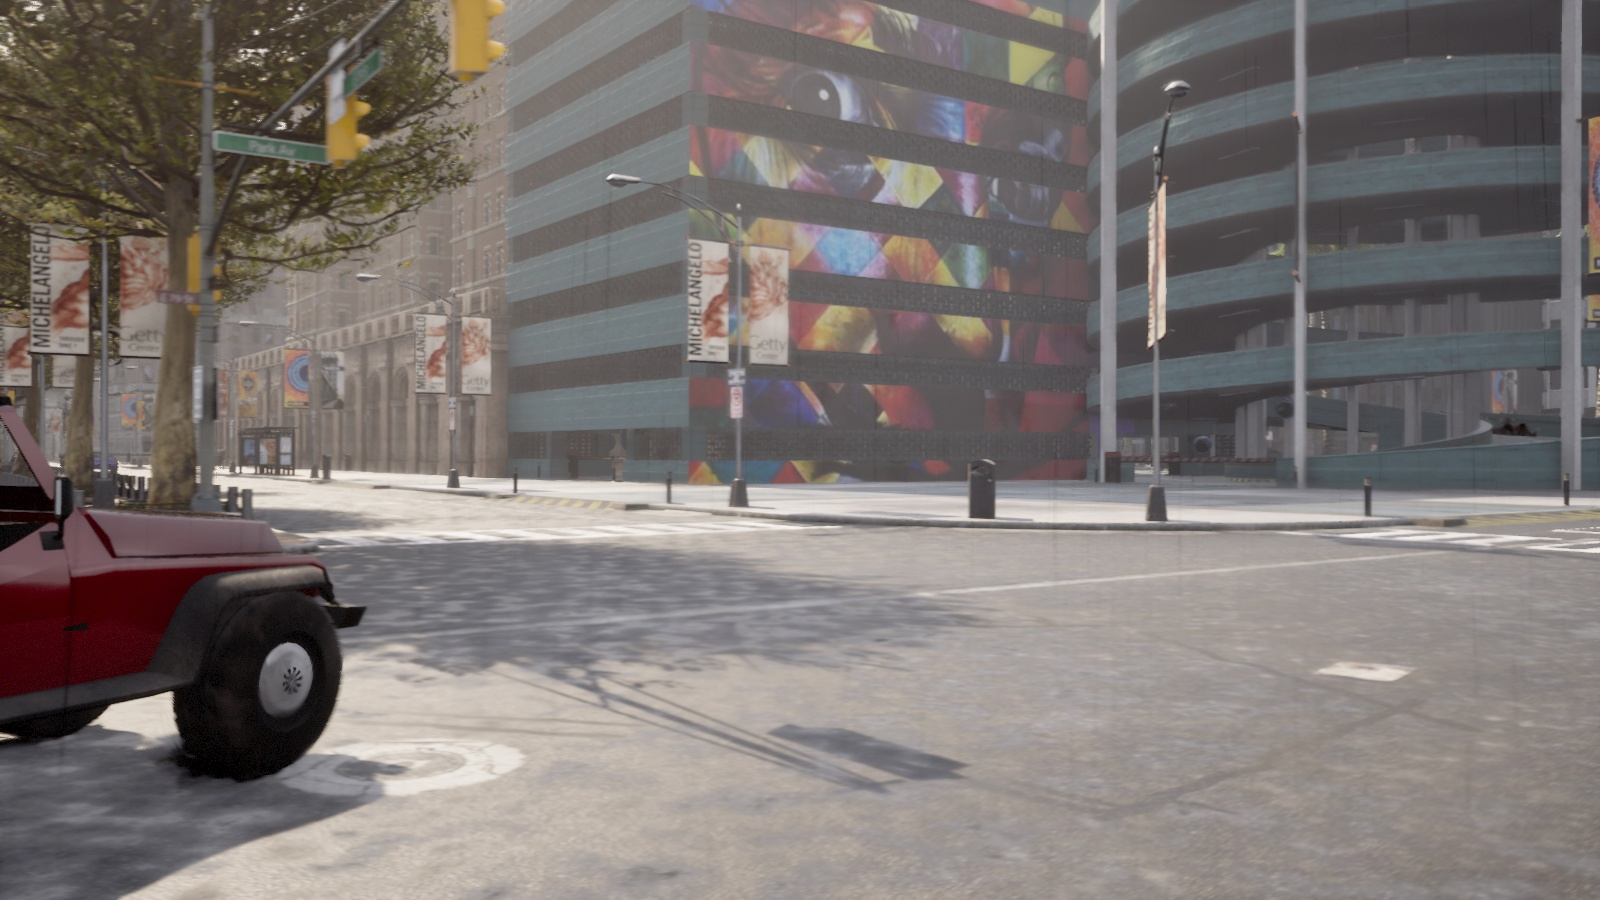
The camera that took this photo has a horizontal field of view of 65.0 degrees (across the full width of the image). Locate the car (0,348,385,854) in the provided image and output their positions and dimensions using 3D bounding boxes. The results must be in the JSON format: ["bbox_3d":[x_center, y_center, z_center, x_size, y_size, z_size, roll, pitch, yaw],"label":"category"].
[{"bbox_3d":[-3.814,0.561,5.106,1.905,1.878,3.866,0,0,25],"label":"car"}]
